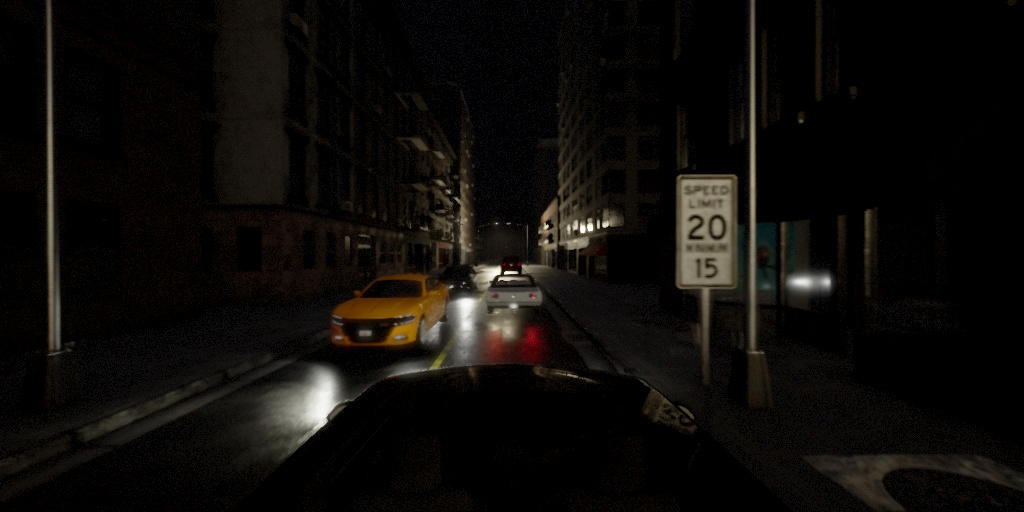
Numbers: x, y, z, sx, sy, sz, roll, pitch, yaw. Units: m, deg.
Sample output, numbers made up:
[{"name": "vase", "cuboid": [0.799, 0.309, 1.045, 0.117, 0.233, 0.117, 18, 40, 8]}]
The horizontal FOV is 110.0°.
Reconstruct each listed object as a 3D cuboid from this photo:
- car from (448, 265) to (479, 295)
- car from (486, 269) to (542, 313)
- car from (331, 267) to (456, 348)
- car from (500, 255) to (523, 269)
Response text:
[{"name": "car", "cuboid": [-2.910, 1.249, 19.820, 1.837, 1.490, 4.892, 0, 0, 0]}, {"name": "car", "cuboid": [0.053, 1.343, 13.911, 1.895, 1.301, 4.718, 0, 0, 0]}, {"name": "car", "cuboid": [-2.874, 1.228, 9.467, 1.882, 1.535, 5.008, 0, 0, -1]}, {"name": "car", "cuboid": [-0.066, 0.951, 37.668, 2.150, 2.045, 5.566, 0, 0, 0]}]
